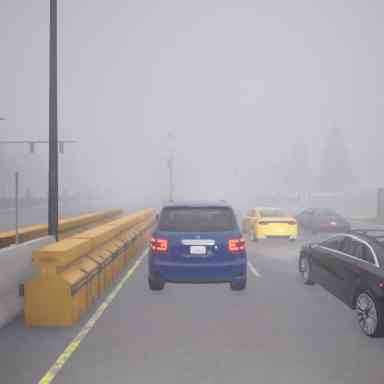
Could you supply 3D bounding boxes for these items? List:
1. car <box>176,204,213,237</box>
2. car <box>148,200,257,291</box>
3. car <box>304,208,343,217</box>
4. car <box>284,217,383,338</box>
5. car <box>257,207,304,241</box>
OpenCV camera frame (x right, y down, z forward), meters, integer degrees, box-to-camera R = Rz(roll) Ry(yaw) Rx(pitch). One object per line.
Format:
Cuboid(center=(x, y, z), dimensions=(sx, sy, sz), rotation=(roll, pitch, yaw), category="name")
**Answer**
Cuboid(center=(0.151, 1.505, 19.026), dimensions=(1.837, 1.490, 4.892), rotation=(0, 0, 0), category="car")
Cuboid(center=(0.125, 1.222, 9.177), dimensions=(2.150, 2.045, 5.566), rotation=(0, 0, 0), category="car")
Cuboid(center=(7.151, 1.563, 18.803), dimensions=(1.994, 1.385, 4.181), rotation=(0, 0, 0), category="car")
Cuboid(center=(3.614, 1.492, 6.569), dimensions=(2.128, 1.511, 4.902), rotation=(0, 0, 0), category="car")
Cuboid(center=(3.643, 1.478, 16.411), dimensions=(1.882, 1.535, 5.008), rotation=(0, 0, 0), category="car")
